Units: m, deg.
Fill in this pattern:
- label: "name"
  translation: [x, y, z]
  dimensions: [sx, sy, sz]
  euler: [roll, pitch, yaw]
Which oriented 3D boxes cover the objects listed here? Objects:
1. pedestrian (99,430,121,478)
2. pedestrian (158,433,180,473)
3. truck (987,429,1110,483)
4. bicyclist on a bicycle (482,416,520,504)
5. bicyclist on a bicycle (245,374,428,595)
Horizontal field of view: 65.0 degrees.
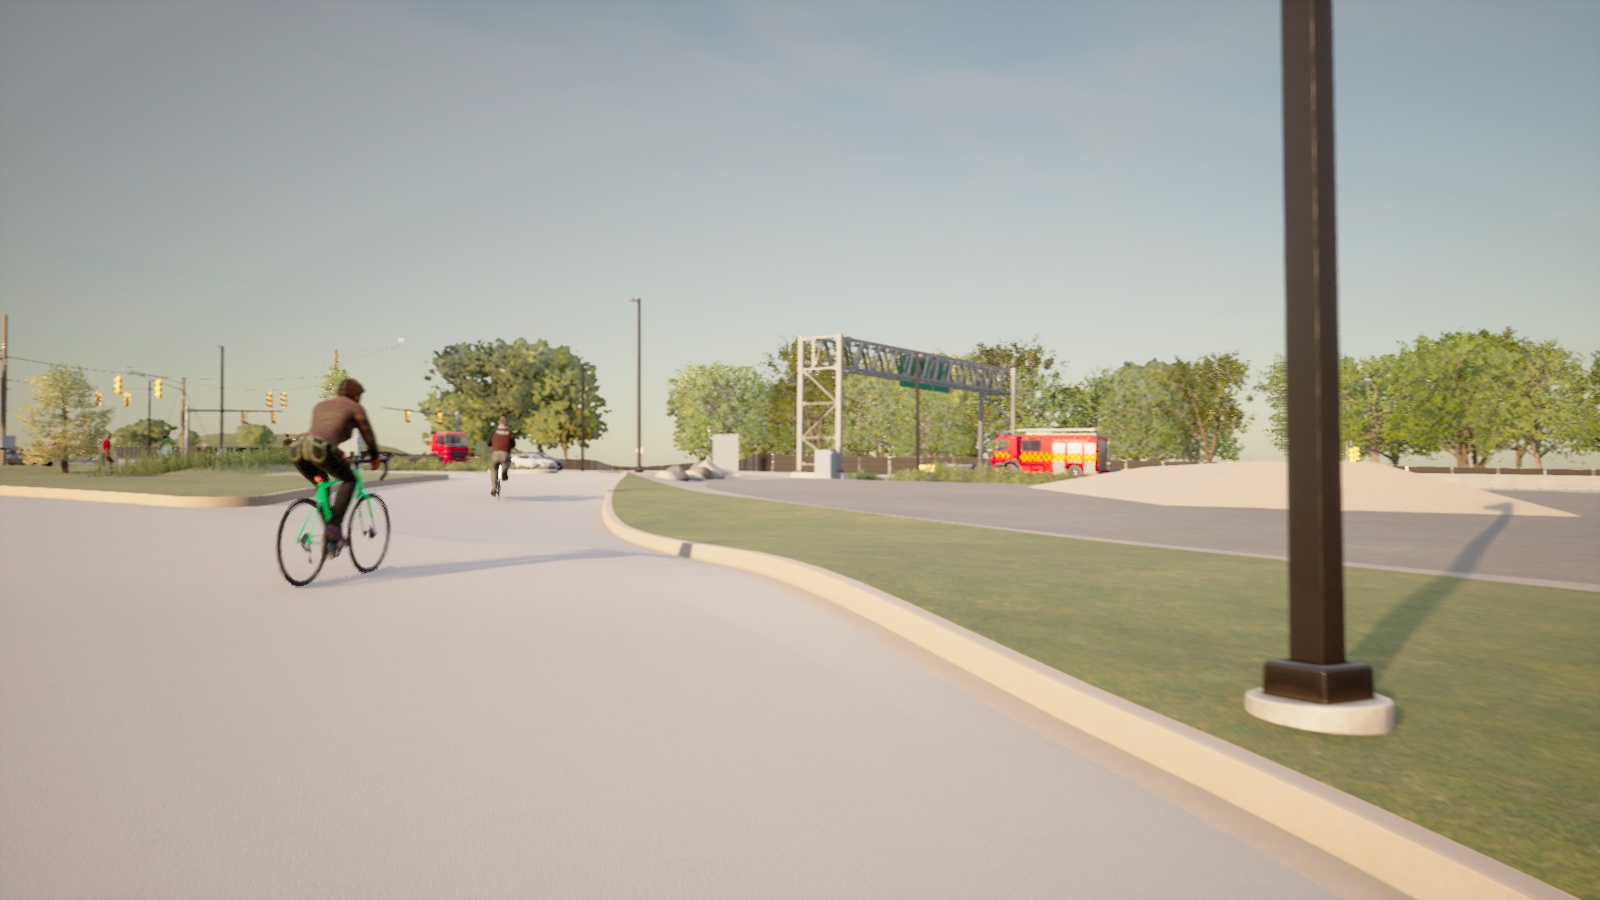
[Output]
- label: "pedestrian"
  translation: [-26.964, 0.155, 49.063]
  dimensions: [0.331, 1.846, 0.636]
  euler: [-1, -2, 36]
- label: "pedestrian"
  translation: [-31.095, 0.163, 61.874]
  dimensions: [0.873, 1.952, 0.659]
  euler: [-2, -2, 42]
- label: "truck"
  translation: [18.513, 0.440, 93.908]
  dimensions: [8.468, 3.827, 2.891]
  euler: [0, -1, 33]
- label: "bicyclist on a bicycle"
  translation: [-6.391, 0.178, 26.835]
  dimensions: [0.659, 1.776, 1.843]
  euler: [3, 1, -14]
- label: "bicyclist on a bicycle"
  translation: [-3.688, 0.246, 10.141]
  dimensions: [0.582, 1.620, 1.656]
  euler: [1, 1, 11]
